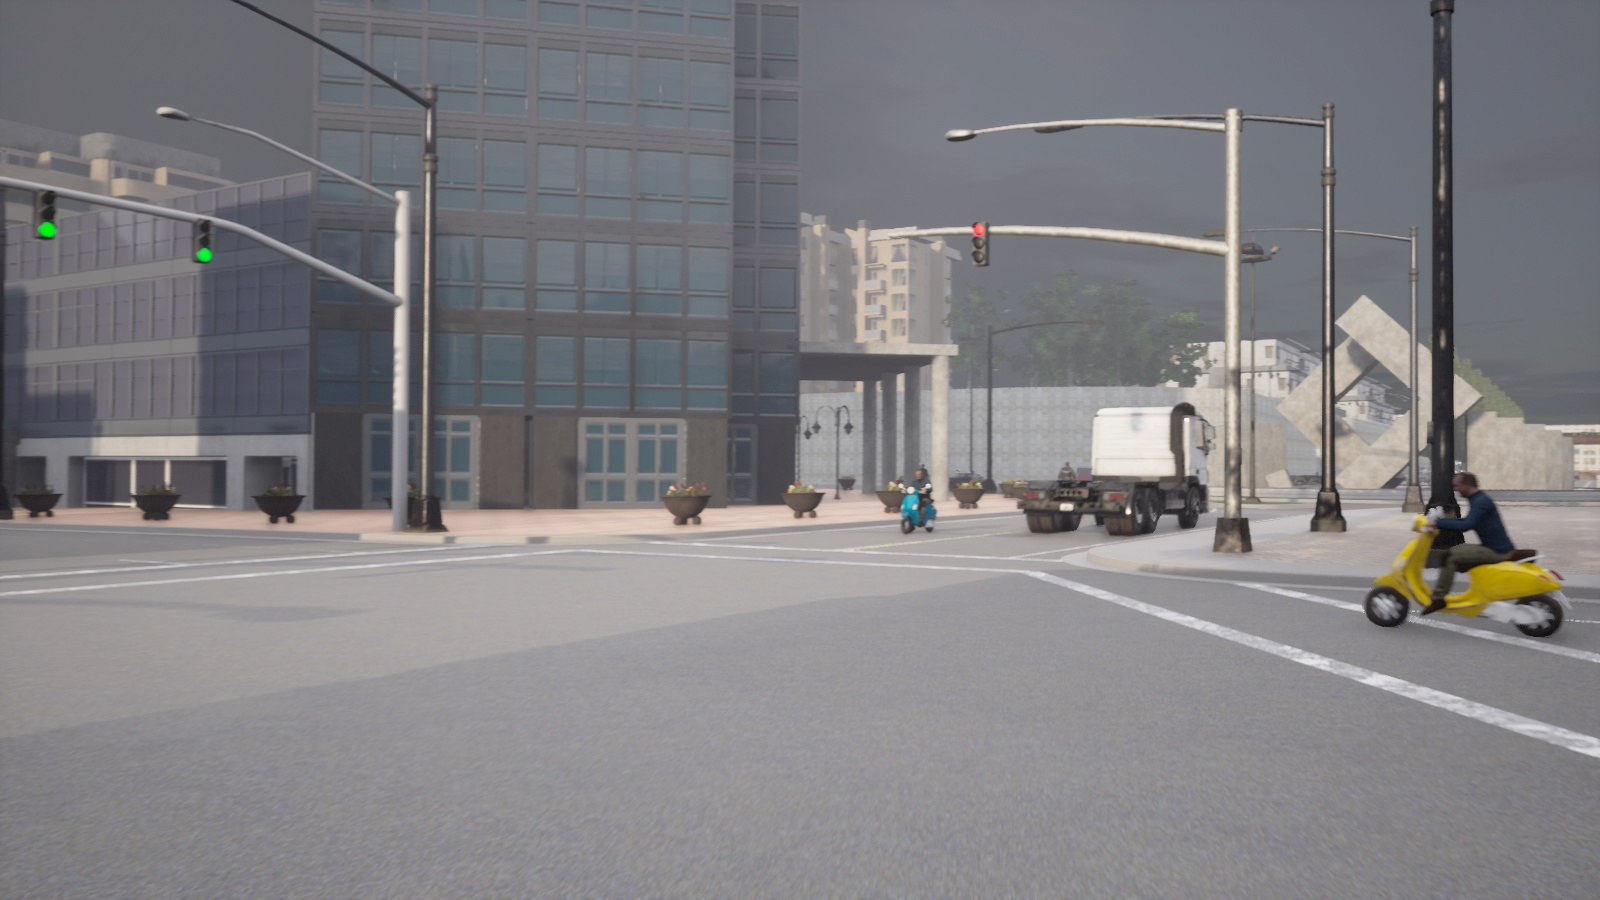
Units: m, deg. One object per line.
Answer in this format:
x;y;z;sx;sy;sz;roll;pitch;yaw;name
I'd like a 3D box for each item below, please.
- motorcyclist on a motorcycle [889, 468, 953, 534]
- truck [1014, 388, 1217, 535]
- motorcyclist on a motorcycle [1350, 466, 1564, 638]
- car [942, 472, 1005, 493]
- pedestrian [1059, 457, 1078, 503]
3.027;1.246;31.196;0.866;1.590;1.817;-1;-1;32;motorcyclist on a motorcycle
8.650;0.339;33.655;2.891;3.462;7.936;-1;-1;33;truck
6.497;0.954;12.437;1.817;1.590;0.866;-1;-1;31;motorcyclist on a motorcycle
11.713;2.161;84.895;1.994;1.385;4.181;1;-1;-32;car
11.118;1.252;51.990;0.563;1.883;0.849;0;-1;25;pedestrian
